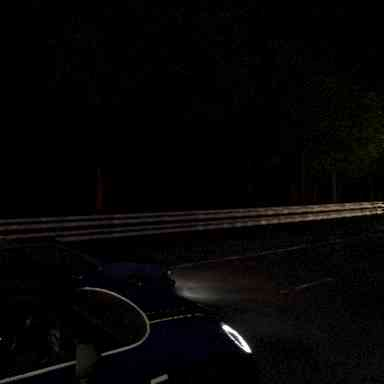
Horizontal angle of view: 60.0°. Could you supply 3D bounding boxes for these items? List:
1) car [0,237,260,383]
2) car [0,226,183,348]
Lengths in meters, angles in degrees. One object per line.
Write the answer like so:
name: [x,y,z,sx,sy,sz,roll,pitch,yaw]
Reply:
car: [-1.575,1.352,2.621,4.553,1.767,2.097,0,0,-35]
car: [-2.951,1.548,5.938,5.357,1.411,2.033,0,0,-35]
